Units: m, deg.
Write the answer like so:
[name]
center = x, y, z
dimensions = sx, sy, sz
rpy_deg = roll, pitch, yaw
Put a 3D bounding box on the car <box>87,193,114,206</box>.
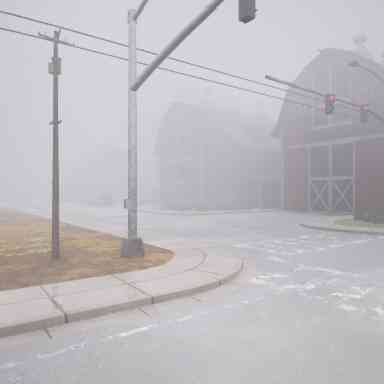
[car]
center = -13.828, 1.118, 50.596
dimensions = 3.866, 1.878, 1.905
rpy_deg = -2, 5, 11
